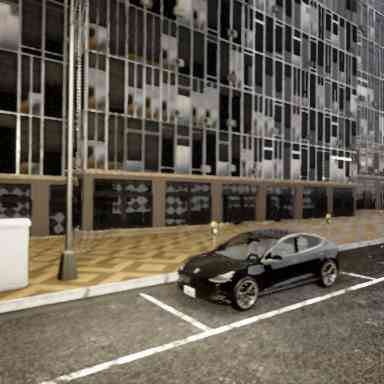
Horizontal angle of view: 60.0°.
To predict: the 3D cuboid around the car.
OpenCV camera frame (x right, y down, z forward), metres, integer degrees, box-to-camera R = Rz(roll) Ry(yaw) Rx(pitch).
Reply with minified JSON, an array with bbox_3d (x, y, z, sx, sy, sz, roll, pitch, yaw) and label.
[{"bbox_3d":[1.728,1.576,7.789,4.313,1.339,1.947,0,1,-36],"label":"car"}]
